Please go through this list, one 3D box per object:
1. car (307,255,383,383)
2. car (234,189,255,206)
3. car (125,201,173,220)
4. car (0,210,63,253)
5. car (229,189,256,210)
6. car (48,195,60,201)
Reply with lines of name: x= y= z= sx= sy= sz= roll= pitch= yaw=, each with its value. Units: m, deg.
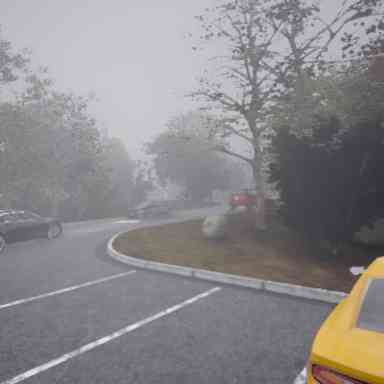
car: x=2.823 y=1.479 z=3.796 sx=2.097 sy=1.535 sz=5.008 roll=0 pitch=0 yaw=36
car: x=6.812 y=0.686 z=43.769 sx=2.150 sy=2.045 sz=5.566 roll=-1 pitch=1 yaw=4
car: x=-3.424 y=1.431 z=26.880 sx=1.994 sy=1.385 sz=4.181 roll=-3 pitch=-1 yaw=35
car: x=-7.410 y=1.462 z=13.586 sx=2.128 sy=1.511 sz=4.902 roll=-1 pitch=1 yaw=18
car: x=5.731 y=0.686 z=34.055 sx=2.150 sy=2.045 sz=5.566 roll=-3 pitch=-1 yaw=33
car: x=-22.574 y=1.047 z=56.054 sx=2.128 sy=1.511 sz=4.902 roll=-3 pitch=-1 yaw=36
